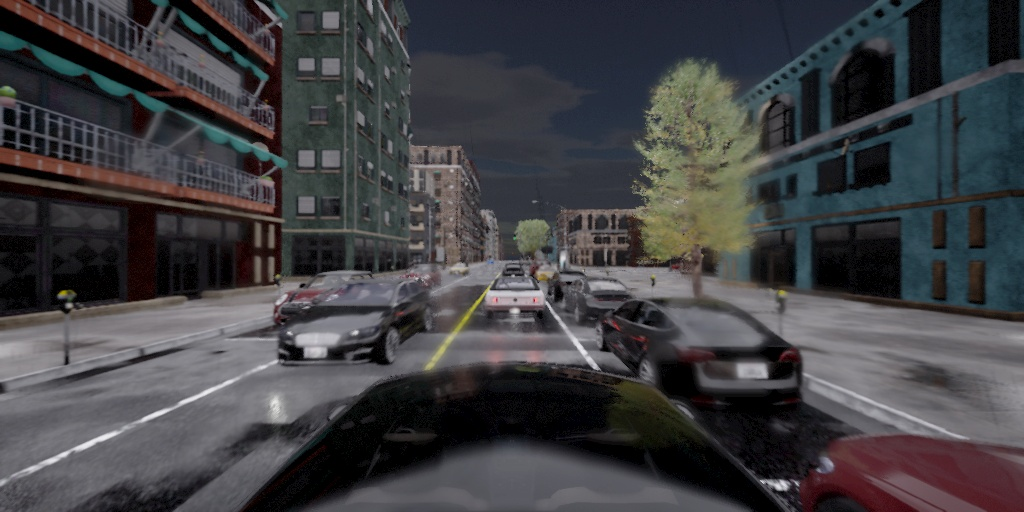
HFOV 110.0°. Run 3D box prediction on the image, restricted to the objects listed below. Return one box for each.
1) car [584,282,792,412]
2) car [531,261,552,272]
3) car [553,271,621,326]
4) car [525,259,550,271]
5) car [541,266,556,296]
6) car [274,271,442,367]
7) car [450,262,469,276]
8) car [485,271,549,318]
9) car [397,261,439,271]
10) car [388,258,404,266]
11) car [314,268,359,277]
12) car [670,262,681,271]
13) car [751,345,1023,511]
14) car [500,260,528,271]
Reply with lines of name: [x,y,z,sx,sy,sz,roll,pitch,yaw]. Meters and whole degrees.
car: [2.691,1.329,6.092,1.948,1.339,4.313,0,0,0]
car: [2.696,1.363,28.418,1.751,1.417,4.829,0,0,0]
car: [2.692,1.333,11.629,2.007,1.370,4.403,0,0,0]
car: [2.697,1.171,33.788,2.192,1.841,5.009,0,0,0]
car: [2.693,1.366,17.169,1.948,1.339,4.313,0,0,0]
car: [-3.099,1.261,8.108,2.128,1.511,4.902,0,0,0]
car: [-5.684,1.400,39.160,1.751,1.417,4.829,0,0,0]
car: [0.103,1.388,13.157,1.895,1.301,4.718,0,0,0]
car: [-5.686,1.259,22.711,1.967,1.591,4.097,0,0,0]
car: [-17.267,1.186,53.562,5.009,1.841,2.192,0,0,0]
car: [-5.688,1.221,11.631,1.967,1.591,4.097,0,0,0]
car: [26.157,1.595,53.810,4.507,1.381,1.888,0,0,0]
car: [2.691,1.329,0.552,1.802,1.307,4.207,0,0,0]
car: [0.105,1.349,30.168,1.837,1.490,4.892,0,0,0]
